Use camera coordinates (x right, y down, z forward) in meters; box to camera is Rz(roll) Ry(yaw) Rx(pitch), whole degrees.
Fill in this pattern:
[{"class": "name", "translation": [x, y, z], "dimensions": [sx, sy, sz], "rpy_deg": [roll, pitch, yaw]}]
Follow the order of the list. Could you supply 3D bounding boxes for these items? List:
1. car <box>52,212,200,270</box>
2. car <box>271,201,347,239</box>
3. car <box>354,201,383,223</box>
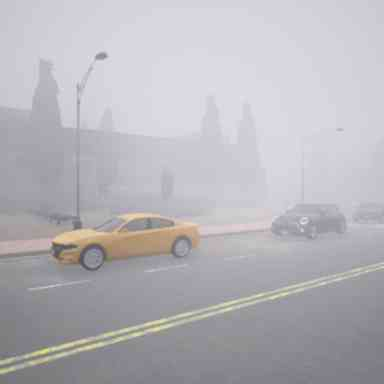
[{"class": "car", "translation": [-2.033, 1.480, 11.189], "dimensions": [5.008, 1.535, 1.882], "rpy_deg": [0, 0, -36]}, {"class": "car", "translation": [6.153, 1.352, 17.378], "dimensions": [4.553, 1.767, 2.097], "rpy_deg": [0, 0, -41]}, {"class": "car", "translation": [13.788, 1.504, 25.655], "dimensions": [1.837, 1.490, 4.892], "rpy_deg": [0, 0, 34]}]
